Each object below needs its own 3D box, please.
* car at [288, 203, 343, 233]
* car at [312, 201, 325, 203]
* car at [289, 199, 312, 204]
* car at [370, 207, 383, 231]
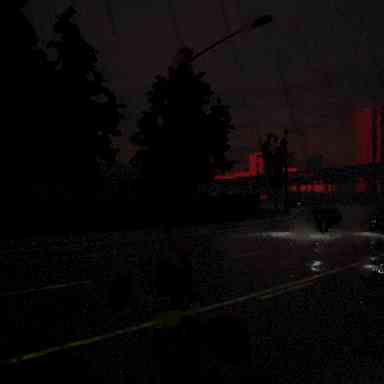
[{"bbox_3d":[7.977,1.677,20.946,1.837,1.490,4.892,0,0,41],"label":"car"},{"bbox_3d":[23.263,2.275,61.144,2.033,1.411,5.357,-1,-1,-9],"label":"car"},{"bbox_3d":[19.603,2.157,61.397,2.097,1.767,4.553,-1,-1,-9],"label":"car"},{"bbox_3d":[12.663,1.683,21.091,1.837,1.490,4.892,0,0,38],"label":"car"}]
